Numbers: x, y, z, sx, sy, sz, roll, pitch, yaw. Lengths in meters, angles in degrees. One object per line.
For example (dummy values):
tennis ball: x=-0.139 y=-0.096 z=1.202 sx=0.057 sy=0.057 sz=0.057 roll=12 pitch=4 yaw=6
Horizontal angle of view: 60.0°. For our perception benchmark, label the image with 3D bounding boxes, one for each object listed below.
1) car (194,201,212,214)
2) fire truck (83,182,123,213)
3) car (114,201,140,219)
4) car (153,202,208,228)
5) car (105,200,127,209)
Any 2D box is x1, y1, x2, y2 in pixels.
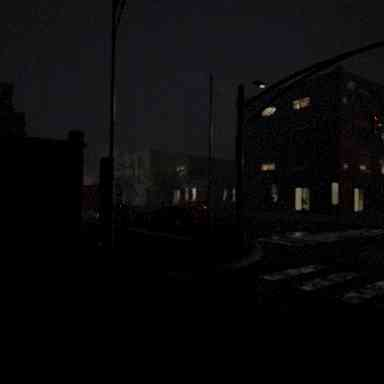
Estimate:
car: x=0.282 y=1.721 z=35.791 sx=1.967 sy=1.590 sz=4.097 roll=1 pitch=-1 yaw=-35
fire truck: x=-12.042 y=0.631 z=43.285 sx=2.891 sy=3.827 sz=8.468 roll=1 pitch=-1 yaw=-35
car: x=-6.167 y=1.706 z=29.936 sx=1.802 sy=1.307 sz=4.206 roll=1 pitch=-1 yaw=-35
car: x=-1.006 y=1.592 z=22.562 sx=1.887 sy=1.381 sz=4.507 roll=1 pitch=-1 yaw=-35
car: x=-12.410 y=1.998 z=53.826 sx=1.752 sy=1.417 sz=4.829 roll=1 pitch=-1 yaw=-35
